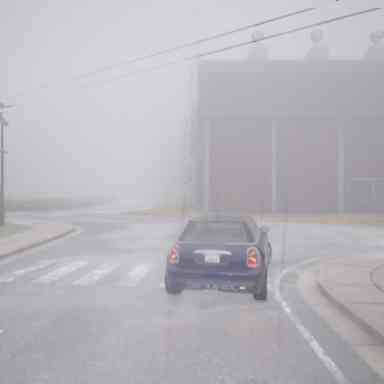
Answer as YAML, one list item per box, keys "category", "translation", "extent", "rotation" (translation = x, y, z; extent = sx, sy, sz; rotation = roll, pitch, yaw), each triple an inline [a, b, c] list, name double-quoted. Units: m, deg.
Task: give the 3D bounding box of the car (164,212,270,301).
- category: "car"
  translation: [0.868, 1.291, 8.539]
  extent: [2.097, 1.767, 4.553]
  rotation: [0, 1, 13]

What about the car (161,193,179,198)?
- category: "car"
  translation: [-5.932, 1.048, 89.068]
  extent: [4.718, 1.301, 1.895]
  rotation: [0, 0, 24]
